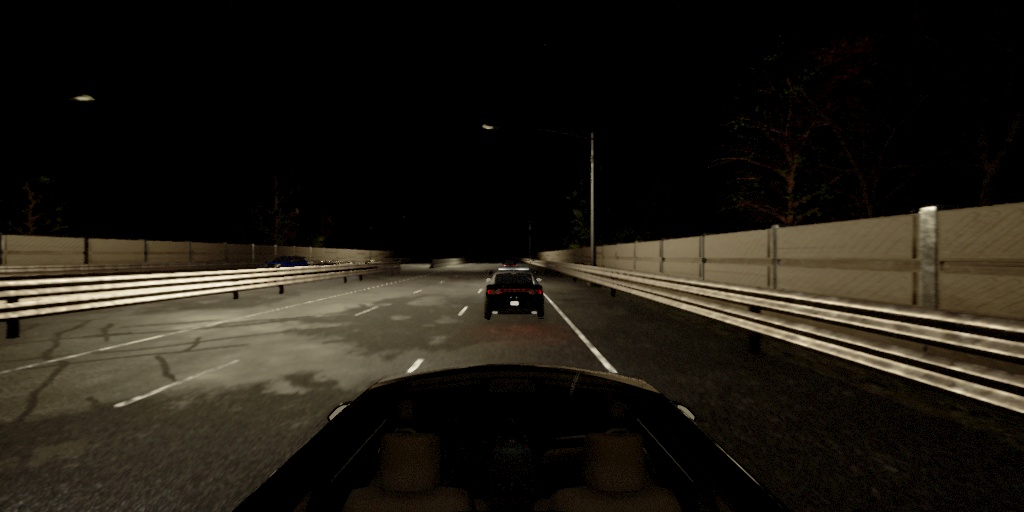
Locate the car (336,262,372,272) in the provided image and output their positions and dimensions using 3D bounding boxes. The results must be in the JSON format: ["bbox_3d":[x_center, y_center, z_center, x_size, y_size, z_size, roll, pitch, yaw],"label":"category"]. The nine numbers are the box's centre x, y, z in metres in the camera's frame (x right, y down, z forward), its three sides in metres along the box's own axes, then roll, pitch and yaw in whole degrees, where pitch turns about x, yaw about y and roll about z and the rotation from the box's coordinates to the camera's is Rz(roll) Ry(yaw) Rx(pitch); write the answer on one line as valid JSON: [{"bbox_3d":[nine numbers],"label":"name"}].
[{"bbox_3d":[-17.916,1.367,41.214,1.895,1.301,4.718,0,0,-1],"label":"car"}]

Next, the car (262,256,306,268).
[{"bbox_3d":[-24.901,0.988,39.619,2.150,2.045,5.566,0,0,0],"label":"car"}]

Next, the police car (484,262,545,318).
[{"bbox_3d":[0.064,1.178,13.069,1.930,1.638,5.238,0,0,0],"label":"police car"}]

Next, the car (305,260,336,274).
[{"bbox_3d":[-21.420,1.332,41.332,1.994,1.385,4.181,0,0,-1],"label":"car"}]

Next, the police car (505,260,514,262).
[{"bbox_3d":[-0.292,1.271,43.954,2.038,1.542,4.974,0,0,-1],"label":"police car"}]
